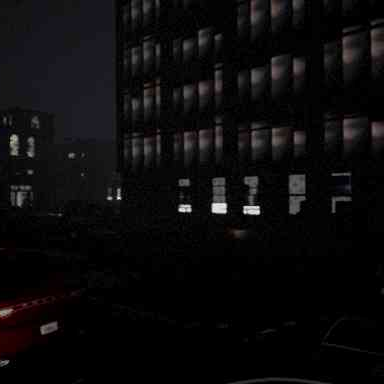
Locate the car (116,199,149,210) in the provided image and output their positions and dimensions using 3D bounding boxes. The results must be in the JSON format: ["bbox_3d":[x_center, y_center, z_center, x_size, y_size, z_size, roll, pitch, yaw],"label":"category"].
[{"bbox_3d":[-8.518,1.818,47.895,1.812,1.442,4.674,-1,-1,36],"label":"car"}]

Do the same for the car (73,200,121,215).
[{"bbox_3d":[-10.166,1.771,35.850,1.802,1.307,4.206,-1,-1,36],"label":"car"}]

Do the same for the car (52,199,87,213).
[{"bbox_3d":[-14.363,1.595,39.973,2.097,1.767,4.553,-1,-1,37],"label":"car"}]

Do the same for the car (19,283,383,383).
[{"bbox_3d":[1.044,1.552,2.135,4.403,1.369,2.008,0,0,35],"label":"car"}]

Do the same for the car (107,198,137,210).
[{"bbox_3d":[-10.382,1.756,49.757,1.967,1.590,4.097,-1,-1,36],"label":"car"}]

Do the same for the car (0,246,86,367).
[{"bbox_3d":[-3.592,1.563,5.438,4.507,1.381,1.887,0,0,35],"label":"car"}]

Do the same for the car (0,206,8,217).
[{"bbox_3d":[-20.144,1.759,32.112,1.994,1.385,4.181,-1,-1,36],"label":"car"}]
